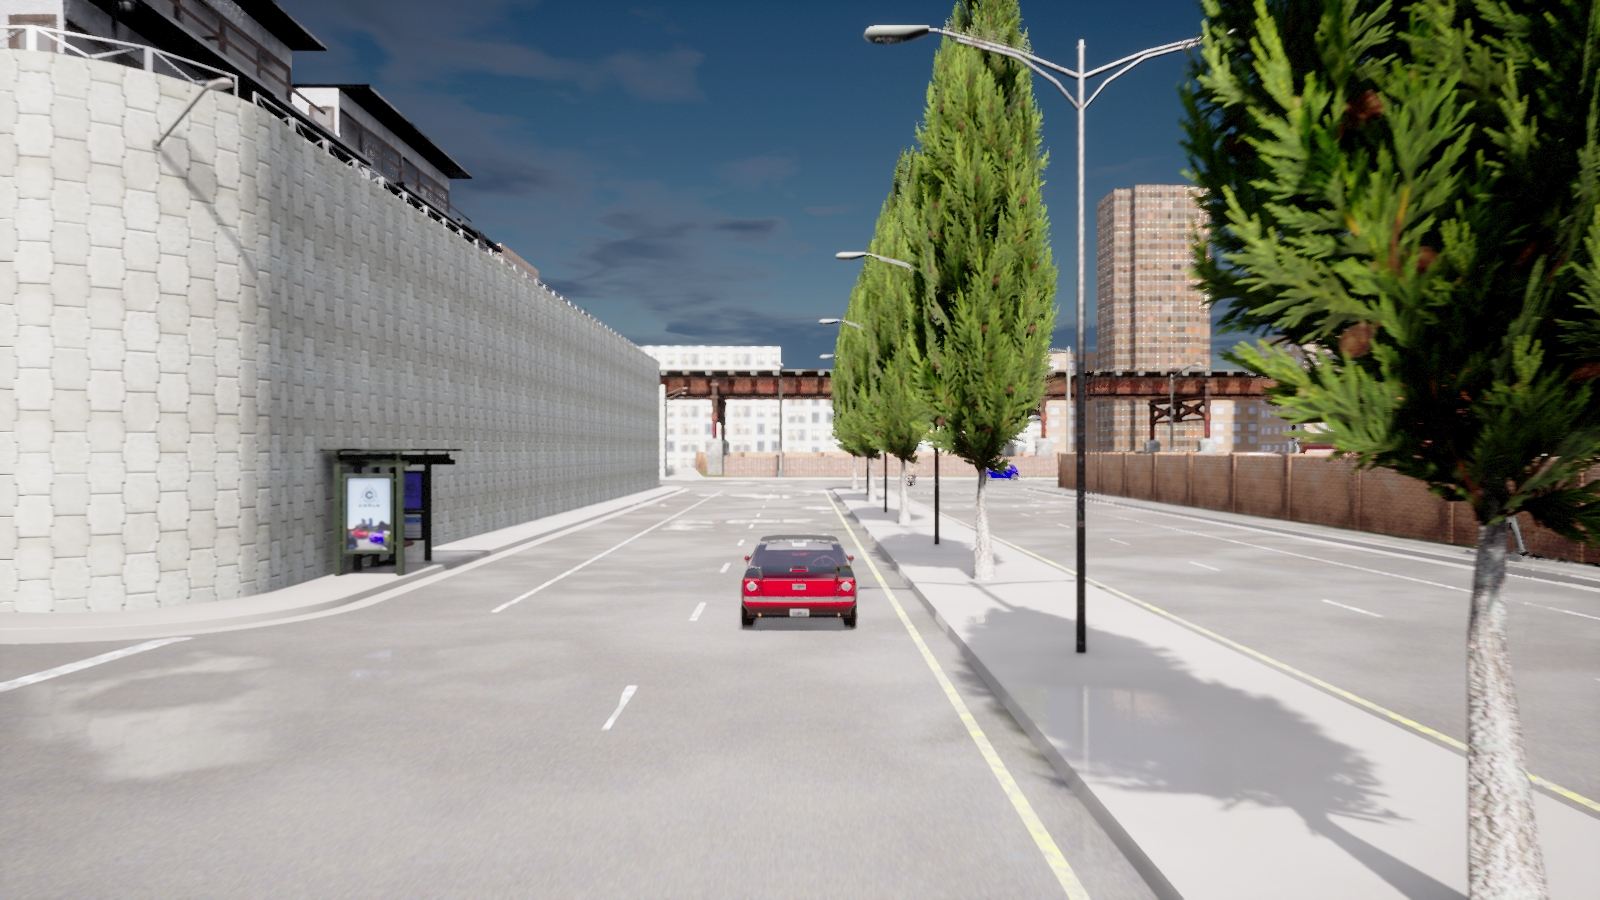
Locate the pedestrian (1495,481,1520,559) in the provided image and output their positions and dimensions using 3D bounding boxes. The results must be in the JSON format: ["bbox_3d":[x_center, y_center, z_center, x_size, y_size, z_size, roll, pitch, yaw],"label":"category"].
[{"bbox_3d":[17.191,1.697,27.769,0.375,1.860,0.375,0,0,1],"label":"pedestrian"}]

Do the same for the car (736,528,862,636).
[{"bbox_3d":[-0.015,2.155,19.600,1.895,1.301,4.718,0,0,0],"label":"car"}]
